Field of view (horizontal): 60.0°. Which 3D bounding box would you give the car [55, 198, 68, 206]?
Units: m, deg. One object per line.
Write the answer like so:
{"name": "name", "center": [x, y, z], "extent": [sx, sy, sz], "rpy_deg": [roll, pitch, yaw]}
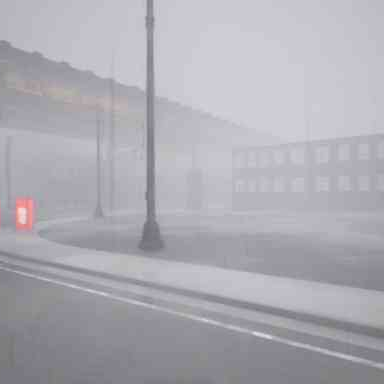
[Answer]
{"name": "car", "center": [-21.554, 1.676, 54.790], "extent": [1.853, 1.218, 4.536], "rpy_deg": [0, 0, -23]}

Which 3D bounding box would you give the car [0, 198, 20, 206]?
{"name": "car", "center": [-38.411, 2.001, 68.557], "extent": [4.974, 1.542, 2.038], "rpy_deg": [0, 0, 2]}

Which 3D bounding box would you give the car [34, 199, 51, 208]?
{"name": "car", "center": [-25.060, 1.850, 53.529], "extent": [4.974, 1.542, 2.038], "rpy_deg": [0, 0, 7]}

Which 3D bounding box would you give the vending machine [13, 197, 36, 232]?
{"name": "vending machine", "center": [-10.282, 1.351, 20.446], "extent": [1.100, 2.100, 0.880], "rpy_deg": [0, 0, -12]}

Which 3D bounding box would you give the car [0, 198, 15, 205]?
{"name": "car", "center": [-38.361, 1.843, 68.557], "extent": [4.536, 1.218, 1.853], "rpy_deg": [0, 0, 2]}

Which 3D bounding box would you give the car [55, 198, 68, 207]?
{"name": "car", "center": [-21.532, 1.833, 54.742], "extent": [2.038, 1.542, 4.974], "rpy_deg": [0, 0, -23]}

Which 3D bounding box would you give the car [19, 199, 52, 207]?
{"name": "car", "center": [-25.113, 1.692, 53.535], "extent": [4.536, 1.218, 1.853], "rpy_deg": [0, 0, 7]}
